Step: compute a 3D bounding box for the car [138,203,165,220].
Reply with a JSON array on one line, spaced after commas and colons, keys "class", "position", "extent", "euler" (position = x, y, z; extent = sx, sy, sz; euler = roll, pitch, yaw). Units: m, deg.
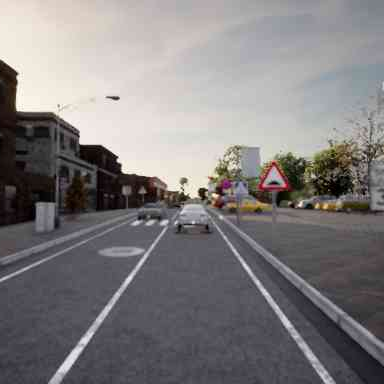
[{"class": "car", "position": [-3.350, 1.621, 27.907], "extent": [1.895, 1.301, 4.718], "euler": [0, 0, 0]}]

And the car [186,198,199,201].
[{"class": "car", "position": [0.069, 1.505, 39.171], "extent": [2.097, 1.767, 4.553], "euler": [0, -1, 0]}]

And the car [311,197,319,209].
[{"class": "car", "position": [18.696, 1.702, 42.871], "extent": [5.366, 1.575, 1.946], "euler": [0, -1, 0]}]

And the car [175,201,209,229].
[{"class": "car", "position": [0.104, 1.518, 21.408], "extent": [1.812, 1.442, 4.674], "euler": [1, 0, 1]}]

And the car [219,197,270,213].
[{"class": "car", "position": [6.096, 1.607, 37.965], "extent": [5.366, 1.575, 1.946], "euler": [0, -1, 0]}]

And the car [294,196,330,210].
[{"class": "car", "position": [18.437, 1.588, 48.591], "extent": [5.566, 2.045, 2.435], "euler": [0, -2, -1]}]

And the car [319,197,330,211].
[{"class": "car", "position": [18.717, 1.649, 40.211], "extent": [5.366, 1.575, 1.946], "euler": [0, -1, 0]}]

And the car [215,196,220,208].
[{"class": "car", "position": [6.206, 1.629, 50.116], "extent": [5.566, 2.045, 2.435], "euler": [0, -1, -1]}]

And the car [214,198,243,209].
[{"class": "car", "position": [6.135, 1.935, 56.063], "extent": [4.553, 1.767, 2.185], "euler": [0, -2, -1]}]

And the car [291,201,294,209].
[{"class": "car", "position": [18.425, 1.922, 51.376], "extent": [4.892, 1.521, 2.231], "euler": [0, -2, -1]}]

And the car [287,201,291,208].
[{"class": "car", "position": [18.369, 1.750, 54.051], "extent": [5.566, 2.045, 2.435], "euler": [0, -2, -1]}]

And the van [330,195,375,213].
[{"class": "van", "position": [18.437, 1.377, 37.419], "extent": [4.442, 1.987, 1.878], "euler": [0, -1, 0]}]

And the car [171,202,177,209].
[{"class": "car", "position": [-3.381, 2.795, 69.460], "extent": [1.895, 1.301, 4.718], "euler": [0, -3, 0]}]
